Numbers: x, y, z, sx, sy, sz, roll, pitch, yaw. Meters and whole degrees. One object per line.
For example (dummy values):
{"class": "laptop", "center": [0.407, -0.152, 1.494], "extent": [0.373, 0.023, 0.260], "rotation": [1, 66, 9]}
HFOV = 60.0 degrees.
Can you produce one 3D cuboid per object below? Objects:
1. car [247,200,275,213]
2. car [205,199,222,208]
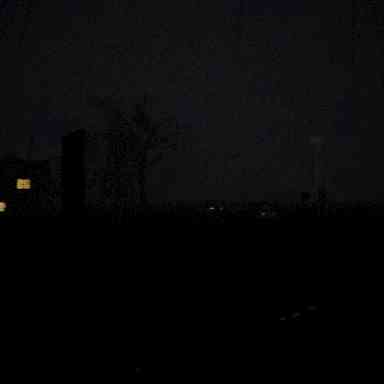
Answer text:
{"class": "car", "center": [8.448, 1.775, 41.360], "extent": [1.837, 1.490, 4.892], "rotation": [0, -1, -15]}
{"class": "car", "center": [3.768, 2.039, 59.287], "extent": [1.837, 1.490, 4.892], "rotation": [0, -1, -14]}
